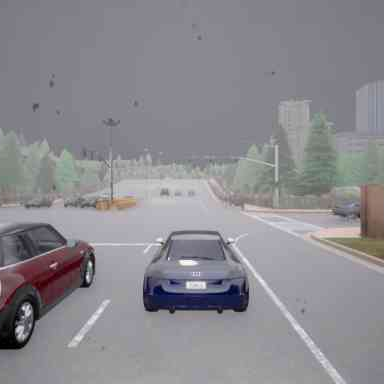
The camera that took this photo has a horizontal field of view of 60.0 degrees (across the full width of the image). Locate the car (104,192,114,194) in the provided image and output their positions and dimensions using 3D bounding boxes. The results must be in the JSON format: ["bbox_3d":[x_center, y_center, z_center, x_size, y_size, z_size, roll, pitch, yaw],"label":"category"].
[{"bbox_3d":[-17.547,1.099,69.746,2.150,2.045,5.566,0,1,0],"label":"car"}]

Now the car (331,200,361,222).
[{"bbox_3d":[13.477,1.491,25.960,4.902,1.511,2.128,0,0,0],"label":"car"}]

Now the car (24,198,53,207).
[{"bbox_3d":[-21.088,1.546,45.972,2.033,1.411,5.357,0,0,0],"label":"car"}]

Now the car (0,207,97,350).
[{"bbox_3d":[-3.431,1.352,6.405,2.097,1.767,4.553,0,0,0],"label":"car"}]

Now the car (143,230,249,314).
[{"bbox_3d":[0.077,1.564,7.701,1.994,1.385,4.181,0,0,0],"label":"car"}]

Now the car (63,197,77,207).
[{"bbox_3d":[-17.585,1.504,49.823,1.837,1.490,4.892,0,0,0],"label":"car"}]

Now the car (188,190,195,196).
[{"bbox_3d":[-0.143,0.240,88.006,2.033,1.411,5.357,0,7,0],"label":"car"}]

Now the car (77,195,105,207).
[{"bbox_3d":[-14.088,1.563,46.621,1.994,1.385,4.181,0,0,0],"label":"car"}]

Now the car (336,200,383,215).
[{"bbox_3d":[17.097,1.525,33.117,4.674,1.442,1.812,0,0,0],"label":"car"}]

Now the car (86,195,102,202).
[{"bbox_3d":[-21.057,1.415,71.688,1.895,1.301,4.718,0,2,0],"label":"car"}]

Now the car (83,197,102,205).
[{"bbox_3d":[-17.567,1.600,59.076,1.895,1.301,4.718,0,0,0],"label":"car"}]

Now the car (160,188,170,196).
[{"bbox_3d":[-7.144,-0.094,88.173,2.150,2.045,5.566,0,7,0],"label":"car"}]

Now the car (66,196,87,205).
[{"bbox_3d":[-21.055,1.546,60.913,2.033,1.411,5.357,0,0,0],"label":"car"}]

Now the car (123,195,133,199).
[{"bbox_3d":[-14.059,1.398,72.174,1.895,1.301,4.718,0,2,0],"label":"car"}]

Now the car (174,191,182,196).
[{"bbox_3d":[-3.643,0.309,87.918,1.895,1.301,4.718,0,7,0],"label":"car"}]

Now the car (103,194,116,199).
[{"bbox_3d":[-14.078,1.546,57.701,2.033,1.411,5.357,0,0,0],"label":"car"}]
